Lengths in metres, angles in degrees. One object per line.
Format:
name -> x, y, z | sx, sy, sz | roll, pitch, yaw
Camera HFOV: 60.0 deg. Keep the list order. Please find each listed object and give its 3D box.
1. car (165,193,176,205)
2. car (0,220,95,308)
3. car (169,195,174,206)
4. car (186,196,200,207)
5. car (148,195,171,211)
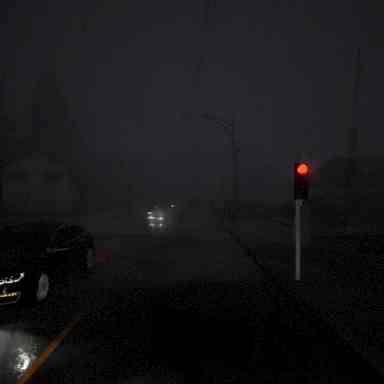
car -> -4.051, 1.221, 60.466 | 2.150, 2.045, 5.566 | 0, 0, 0
car -> -3.841, 1.505, 8.151 | 1.837, 1.490, 4.892 | 1, 0, 2
car -> -4.076, 1.525, 50.018 | 1.812, 1.442, 4.674 | 0, 0, 0
car -> 0.116, 1.352, 50.809 | 2.097, 1.767, 4.553 | 0, 0, 0
car -> -4.088, 1.491, 40.013 | 2.128, 1.511, 4.902 | 0, 0, 0
